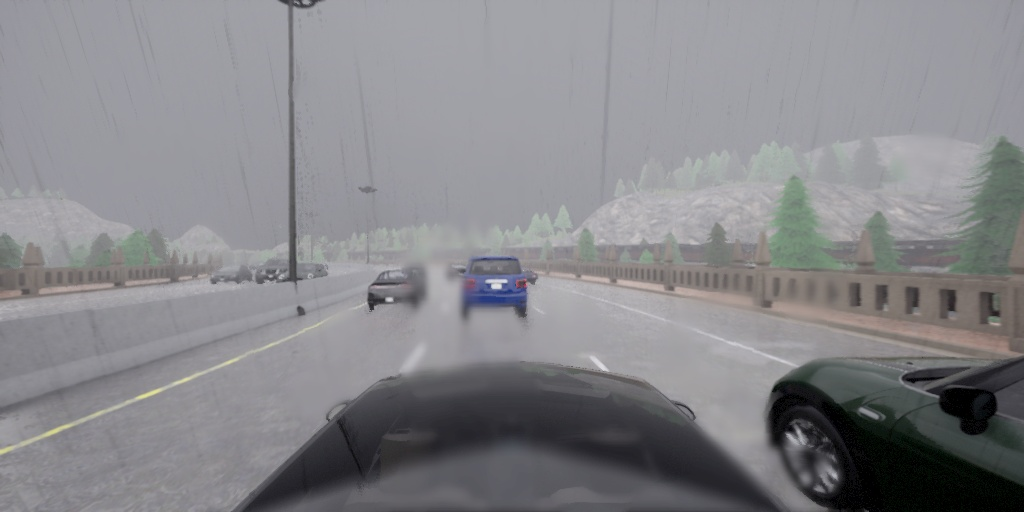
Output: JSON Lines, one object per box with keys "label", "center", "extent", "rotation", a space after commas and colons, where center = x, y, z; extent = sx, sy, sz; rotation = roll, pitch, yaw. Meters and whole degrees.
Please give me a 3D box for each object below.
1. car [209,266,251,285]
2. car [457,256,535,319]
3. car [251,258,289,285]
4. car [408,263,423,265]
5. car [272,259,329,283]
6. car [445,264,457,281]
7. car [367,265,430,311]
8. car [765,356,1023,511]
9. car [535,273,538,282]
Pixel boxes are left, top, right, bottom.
{"label": "car", "center": [-22.581, 1.513, 29.134], "extent": [1.812, 1.442, 4.674], "rotation": [0, 0, -20]}
{"label": "car", "center": [-0.782, 1.009, 13.307], "extent": [2.150, 2.045, 5.566], "rotation": [0, 0, -7]}
{"label": "car", "center": [-18.967, 1.183, 29.429], "extent": [2.150, 2.045, 5.566], "rotation": [0, -1, -19]}
{"label": "car", "center": [-8.775, 1.399, 32.530], "extent": [1.837, 1.490, 4.892], "rotation": [0, 0, -18]}
{"label": "car", "center": [-13.642, 1.251, 23.666], "extent": [2.097, 1.767, 4.553], "rotation": [0, 0, -15]}
{"label": "car", "center": [-4.726, 1.387, 31.345], "extent": [1.812, 1.442, 4.674], "rotation": [0, 0, -17]}
{"label": "car", "center": [-4.551, 1.304, 14.811], "extent": [2.128, 1.511, 4.902], "rotation": [0, 0, -8]}
{"label": "car", "center": [3.426, 1.087, 1.499], "extent": [2.097, 1.767, 4.553], "rotation": [0, 0, 0]}
{"label": "car", "center": [0.347, 1.417, 26.325], "extent": [1.895, 1.301, 4.718], "rotation": [0, 0, -14]}
